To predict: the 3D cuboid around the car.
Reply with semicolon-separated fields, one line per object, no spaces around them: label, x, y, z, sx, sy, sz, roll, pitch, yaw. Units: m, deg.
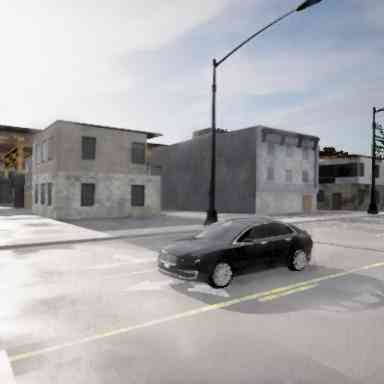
car;1.385;1.506;9.272;4.892;1.490;1.837;1;0;-35
